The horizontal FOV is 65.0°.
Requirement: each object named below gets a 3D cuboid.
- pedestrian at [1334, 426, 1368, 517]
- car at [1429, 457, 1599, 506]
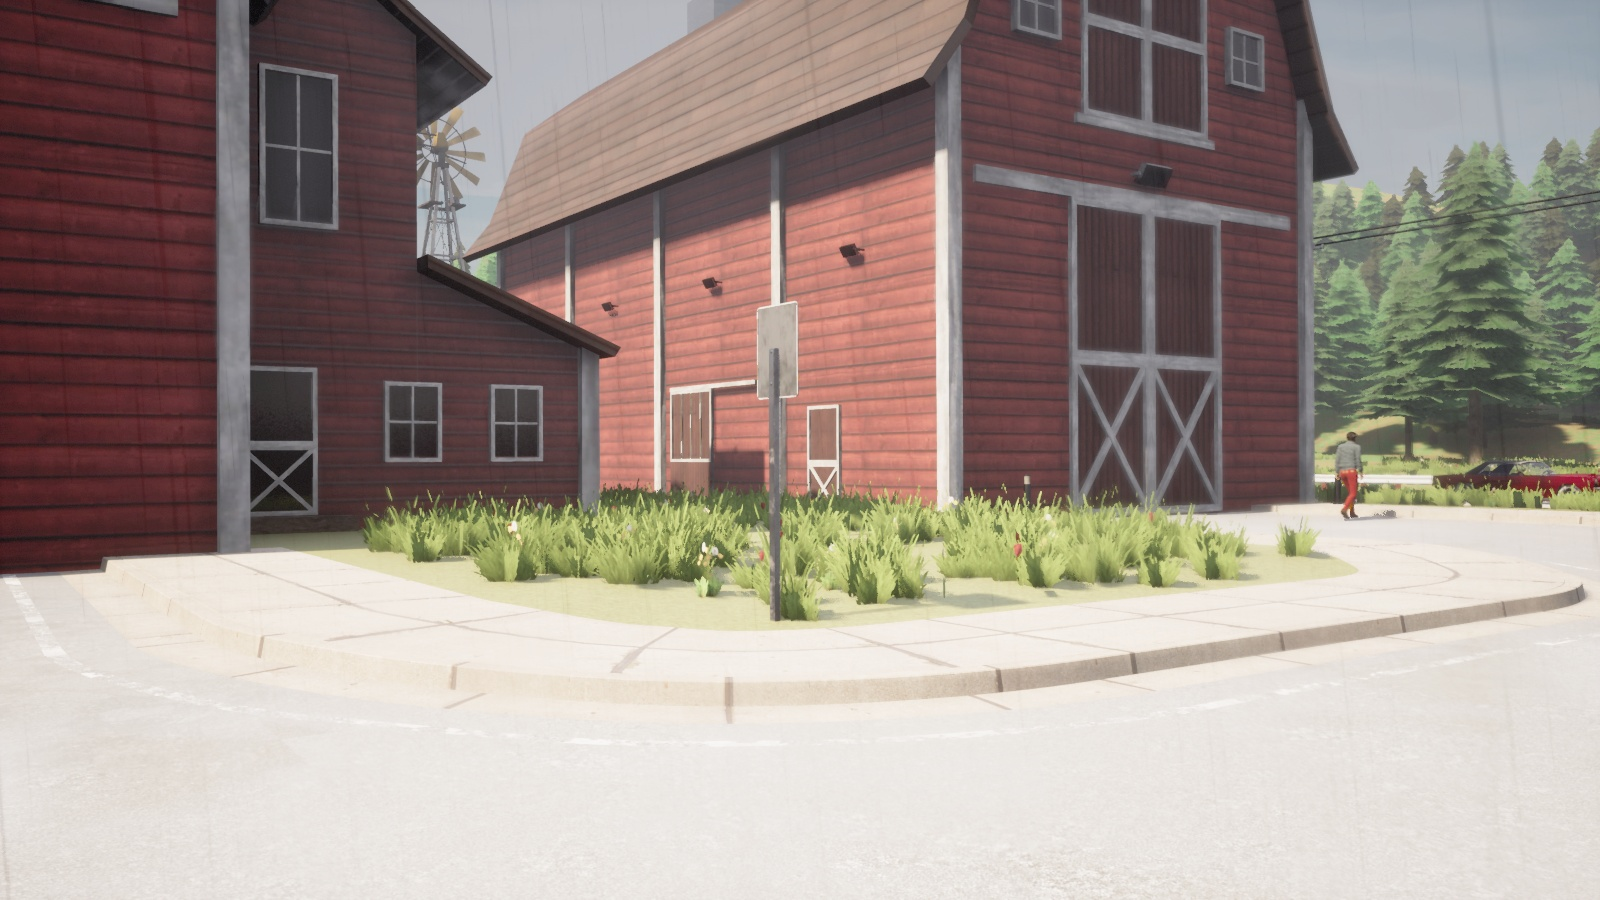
[{"bbox_3d":[11.331,0.437,25.822,0.614,1.847,0.353,0,0,-34],"label":"pedestrian"},{"bbox_3d":[20.994,0.865,36.269,1.895,1.301,4.718,0,0,-34],"label":"car"}]
